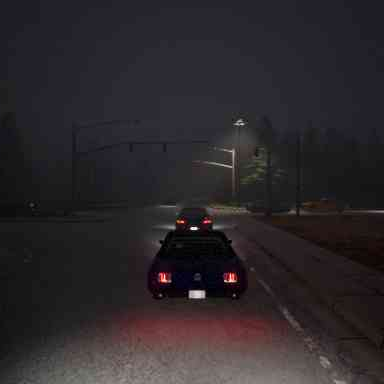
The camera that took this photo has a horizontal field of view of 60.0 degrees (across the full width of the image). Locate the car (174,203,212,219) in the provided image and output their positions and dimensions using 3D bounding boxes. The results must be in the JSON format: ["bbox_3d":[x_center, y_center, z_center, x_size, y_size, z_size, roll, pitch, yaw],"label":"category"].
[{"bbox_3d":[0.099,1.511,17.396,1.812,1.442,4.674,0,0,0],"label":"car"}]

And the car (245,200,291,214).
[{"bbox_3d":[7.838,1.527,34.441,4.674,1.442,1.812,0,0,2],"label":"car"}]

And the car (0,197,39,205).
[{"bbox_3d":[-18.343,1.363,35.028,4.553,1.767,2.097,0,0,1],"label":"car"}]

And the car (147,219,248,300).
[{"bbox_3d":[0.099,1.596,8.341,1.895,1.301,4.718,0,0,0],"label":"car"}]

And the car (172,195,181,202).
[{"bbox_3d":[-3.423,1.429,74.156,1.882,1.535,5.008,0,0,1],"label":"car"}]

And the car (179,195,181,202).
[{"bbox_3d":[-3.552,1.521,63.850,1.994,1.385,4.181,0,0,1],"label":"car"}]

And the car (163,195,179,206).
[{"bbox_3d":[-3.595,1.528,54.583,1.994,1.385,4.181,0,0,0],"label":"car"}]

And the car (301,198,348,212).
[{"bbox_3d":[15.151,1.473,38.126,5.008,1.535,1.882,0,0,1],"label":"car"}]
